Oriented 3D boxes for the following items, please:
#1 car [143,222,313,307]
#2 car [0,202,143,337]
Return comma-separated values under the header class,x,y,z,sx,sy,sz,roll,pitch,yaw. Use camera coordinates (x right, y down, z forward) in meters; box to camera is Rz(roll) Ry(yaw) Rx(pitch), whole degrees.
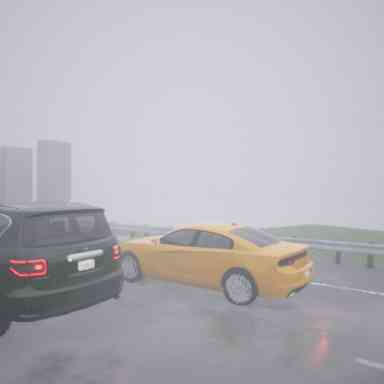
class,x,y,z,sx,sy,sz,roll,pitch,yaw
car,0.286,1.477,8.089,5.008,1.535,1.882,0,0,35
car,-3.823,1.221,6.719,5.566,2.045,2.150,0,0,35
